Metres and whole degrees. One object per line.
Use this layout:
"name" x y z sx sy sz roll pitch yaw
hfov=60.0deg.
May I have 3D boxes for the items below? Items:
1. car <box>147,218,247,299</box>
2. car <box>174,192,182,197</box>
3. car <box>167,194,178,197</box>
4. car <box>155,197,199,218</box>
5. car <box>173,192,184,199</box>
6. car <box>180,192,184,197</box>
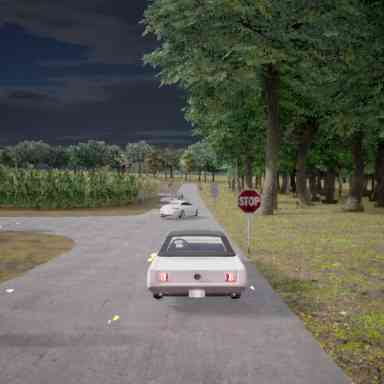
"car" 0.098 1.590 8.380 1.895 1.301 4.718 0 0 0
"car" -2.856 1.153 47.041 1.994 1.385 4.181 0 1 0
"car" -2.857 1.302 36.972 1.812 1.442 4.674 0 1 0
"car" -1.030 1.406 27.939 1.812 1.442 4.674 2 1 26
"car" -2.772 0.640 68.347 1.994 1.385 4.181 0 1 1
"car" -2.847 0.950 57.189 1.895 1.301 4.718 0 1 0
